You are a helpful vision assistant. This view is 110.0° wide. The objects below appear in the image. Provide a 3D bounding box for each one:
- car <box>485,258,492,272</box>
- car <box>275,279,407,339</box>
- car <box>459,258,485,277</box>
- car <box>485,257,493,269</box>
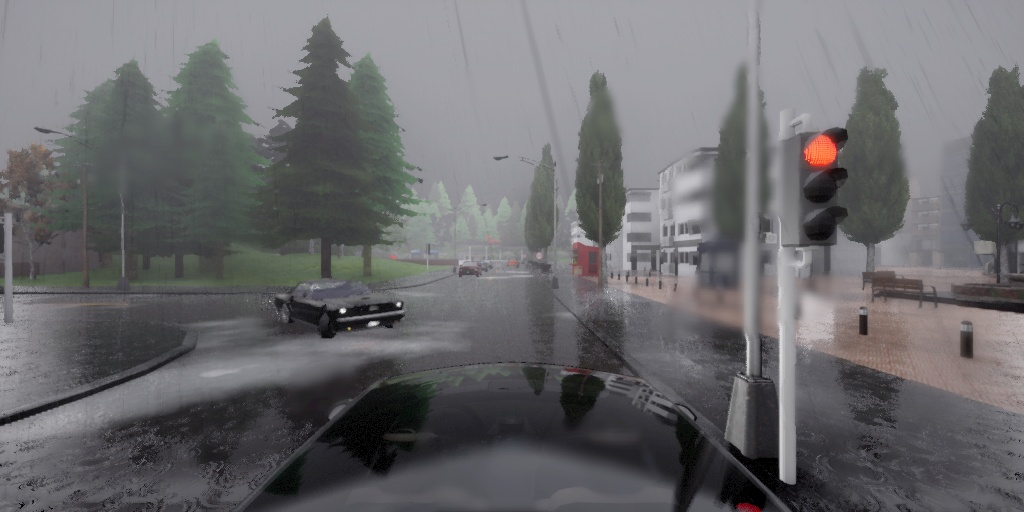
[{"bbox_3d":[-4.060,1.314,45.626,1.994,1.385,4.181,0,0,0],"label":"car"},{"bbox_3d":[-5.017,1.351,10.252,4.718,1.301,1.895,0,0,42],"label":"car"},{"bbox_3d":[-4.078,1.228,35.706,1.882,1.535,5.008,0,0,0],"label":"car"},{"bbox_3d":[-4.012,1.276,55.753,1.812,1.442,4.674,0,0,0],"label":"car"}]
